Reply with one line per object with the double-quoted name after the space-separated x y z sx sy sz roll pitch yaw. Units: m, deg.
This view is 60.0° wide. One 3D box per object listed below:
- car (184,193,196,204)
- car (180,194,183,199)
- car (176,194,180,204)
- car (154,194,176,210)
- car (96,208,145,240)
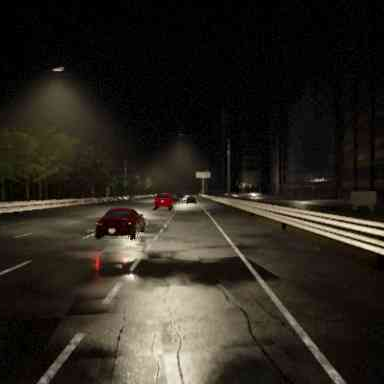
-0.175 1.575 67.490 1.882 1.535 5.008 0 0 0 "car"
-3.868 1.679 78.934 1.994 1.385 4.181 0 0 0 "car"
-3.730 1.588 60.910 1.837 1.490 4.892 0 0 0 "car"
-3.622 1.266 42.947 2.150 2.045 5.566 0 0 0 "car"
-3.527 1.534 16.902 1.812 1.442 4.674 0 0 0 "car"
